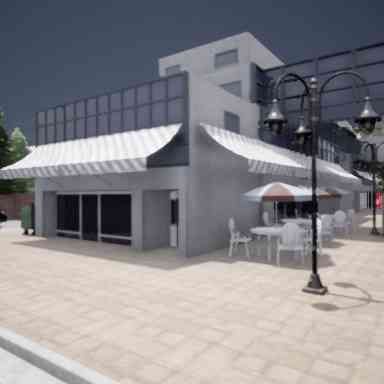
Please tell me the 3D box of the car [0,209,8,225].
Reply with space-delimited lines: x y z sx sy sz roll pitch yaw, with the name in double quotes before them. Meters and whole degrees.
"car" -15.715 1.541 22.586 2.150 2.045 5.566 -1 -1 39
